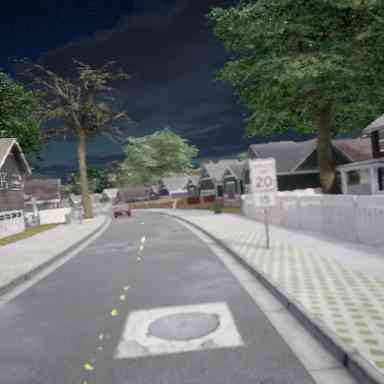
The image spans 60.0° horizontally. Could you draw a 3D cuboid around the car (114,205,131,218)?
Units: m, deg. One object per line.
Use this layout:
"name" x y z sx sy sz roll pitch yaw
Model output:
"car" -8.629 2.317 41.179 1.882 1.535 5.008 -5 -1 -15
